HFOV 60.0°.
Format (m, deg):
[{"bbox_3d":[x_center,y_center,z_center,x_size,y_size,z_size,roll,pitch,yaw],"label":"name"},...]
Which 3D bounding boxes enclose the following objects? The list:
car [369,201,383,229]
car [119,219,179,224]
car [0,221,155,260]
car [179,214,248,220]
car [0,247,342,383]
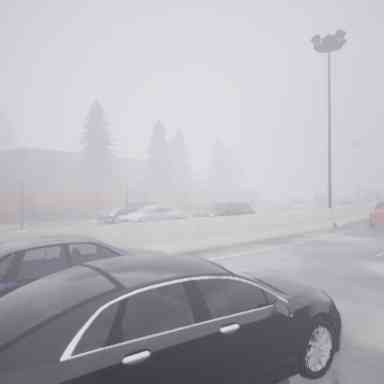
[{"bbox_3d":[12.488,1.292,20.326,2.097,1.767,4.553,0,0,43],"label":"car"},{"bbox_3d":[-2.414,1.545,20.364,4.674,1.442,1.812,0,0,-43],"label":"car"},{"bbox_3d":[-2.458,1.564,6.425,5.357,1.411,2.033,0,0,-37],"label":"car"},{"bbox_3d":[1.786,1.349,19.563,4.553,1.767,2.097,0,0,-44],"label":"car"},{"bbox_3d":[-0.193,1.508,3.836,4.892,1.490,1.837,0,0,-36],"label":"car"}]
